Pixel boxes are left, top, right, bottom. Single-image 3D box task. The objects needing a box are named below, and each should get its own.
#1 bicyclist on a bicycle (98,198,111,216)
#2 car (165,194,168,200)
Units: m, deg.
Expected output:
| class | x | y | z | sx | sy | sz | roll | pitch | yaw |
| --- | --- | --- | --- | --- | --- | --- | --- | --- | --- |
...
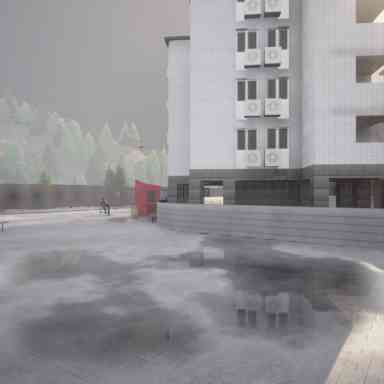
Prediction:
| class | x | y | z | sx | sy | sz | roll | pitch | yaw |
| --- | --- | --- | --- | --- | --- | --- | --- | --- | --- |
| bicyclist on a bicycle | -7.837 | 1.349 | 29.750 | 1.656 | 1.620 | 0.582 | 0 | 0 | 36 |
| car | -1.472 | 1.221 | 45.879 | 2.150 | 2.045 | 5.566 | 0 | 0 | 36 |
